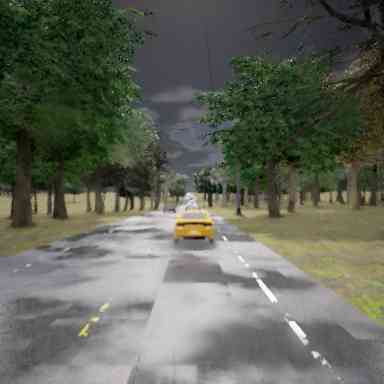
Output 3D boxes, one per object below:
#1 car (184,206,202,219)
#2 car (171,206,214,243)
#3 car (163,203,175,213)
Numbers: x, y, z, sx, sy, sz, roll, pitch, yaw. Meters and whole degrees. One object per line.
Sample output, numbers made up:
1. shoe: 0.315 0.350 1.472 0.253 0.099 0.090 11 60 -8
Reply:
1. car: 0.105 2.206 36.822 1.895 1.301 4.718 0 -1 0
2. car: 0.101 1.696 17.405 1.882 1.535 5.008 0 -1 0
3. car: -3.491 2.558 52.982 1.837 1.490 4.892 0 -2 0
